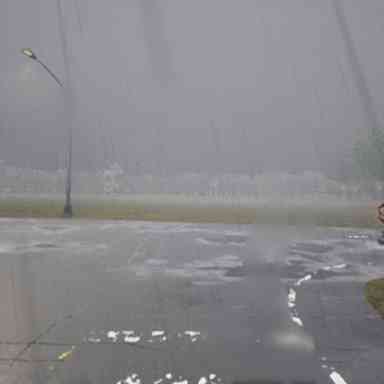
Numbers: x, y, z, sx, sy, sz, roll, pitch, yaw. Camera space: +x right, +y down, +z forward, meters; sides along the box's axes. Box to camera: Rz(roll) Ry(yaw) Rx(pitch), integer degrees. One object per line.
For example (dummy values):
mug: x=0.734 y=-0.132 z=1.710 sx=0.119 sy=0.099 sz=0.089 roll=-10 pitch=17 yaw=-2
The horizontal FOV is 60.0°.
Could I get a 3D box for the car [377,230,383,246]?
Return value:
car: x=11.284 y=2.124 z=14.833 sx=5.357 sy=1.411 sz=2.033 roll=2 pitch=1 yaw=0
